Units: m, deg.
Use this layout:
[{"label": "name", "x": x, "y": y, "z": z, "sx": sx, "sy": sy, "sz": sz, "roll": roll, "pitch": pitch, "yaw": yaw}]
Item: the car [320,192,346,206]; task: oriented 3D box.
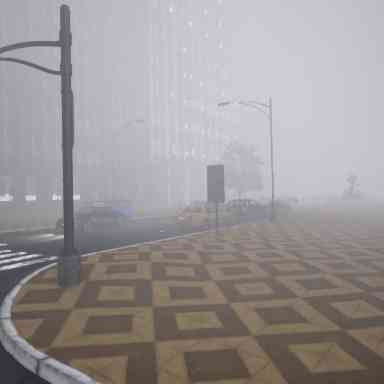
[{"label": "car", "x": 19.772, "y": 1.159, "z": 46.611, "sx": 1.752, "sy": 1.417, "sz": 4.829, "roll": -2, "pitch": -1, "yaw": 35}]

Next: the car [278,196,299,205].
[{"label": "car", "x": 16.197, "y": 1.389, "z": 55.588, "sx": 2.008, "sy": 1.369, "sz": 4.403, "roll": -2, "pitch": -1, "yaw": 35}]

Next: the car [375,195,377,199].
[{"label": "car", "x": 42.042, "y": 0.999, "z": 78.740, "sx": 1.752, "sy": 1.417, "sz": 4.829, "roll": -2, "pitch": -1, "yaw": 35}]

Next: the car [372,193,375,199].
[{"label": "car", "x": 38.781, "y": 1.061, "z": 73.998, "sx": 1.947, "sy": 1.339, "sz": 4.313, "roll": -2, "pitch": -1, "yaw": 35}]

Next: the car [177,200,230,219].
[{"label": "car", "x": 1.145, "y": 1.450, "z": 29.118, "sx": 2.033, "sy": 1.411, "sz": 5.357, "roll": -2, "pitch": -1, "yaw": 35}]

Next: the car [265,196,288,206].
[{"label": "car", "x": 13.026, "y": 1.408, "z": 50.979, "sx": 1.887, "sy": 1.381, "sz": 4.507, "roll": -2, "pitch": -1, "yaw": 35}]

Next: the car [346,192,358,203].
[{"label": "car", "x": 26.011, "y": 1.027, "z": 55.669, "sx": 1.967, "sy": 1.590, "sz": 4.097, "roll": -2, "pitch": -1, "yaw": 35}]

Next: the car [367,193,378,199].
[{"label": "car", "x": 45.112, "y": 1.004, "z": 83.200, "sx": 2.008, "sy": 1.369, "sz": 4.403, "roll": -2, "pitch": -1, "yaw": 35}]

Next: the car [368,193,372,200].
[{"label": "car", "x": 35.572, "y": 0.833, "z": 69.426, "sx": 2.192, "sy": 1.841, "sz": 5.009, "roll": -2, "pitch": -1, "yaw": 35}]

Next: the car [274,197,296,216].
[{"label": "car", "x": 7.004, "y": 1.320, "z": 28.076, "sx": 1.802, "sy": 1.307, "sz": 4.206, "roll": -2, "pitch": -1, "yaw": 35}]

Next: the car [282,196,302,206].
[{"label": "car", "x": 13.268, "y": 1.294, "z": 46.584, "sx": 2.128, "sy": 1.511, "sz": 4.902, "roll": -2, "pitch": -1, "yaw": 35}]

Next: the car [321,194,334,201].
[{"label": "car", "x": 32.054, "y": 1.271, "z": 78.629, "sx": 1.887, "sy": 1.381, "sz": 4.507, "roll": -2, "pitch": -1, "yaw": 35}]

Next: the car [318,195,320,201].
[{"label": "car", "x": 25.711, "y": 1.314, "z": 69.414, "sx": 1.887, "sy": 1.381, "sz": 4.507, "roll": -2, "pitch": -1, "yaw": 35}]

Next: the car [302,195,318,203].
[{"label": "car", "x": 22.537, "y": 1.233, "z": 64.806, "sx": 1.967, "sy": 1.590, "sz": 4.097, "roll": -2, "pitch": -1, "yaw": 35}]

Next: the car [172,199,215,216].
[{"label": "car", "x": 0.245, "y": 1.492, "z": 32.407, "sx": 1.752, "sy": 1.417, "sz": 4.829, "roll": -2, "pitch": -1, "yaw": 35}]

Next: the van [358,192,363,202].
[{"label": "van", "x": 29.203, "y": 0.904, "z": 60.251, "sx": 1.690, "sy": 1.788, "sz": 3.998, "roll": -2, "pitch": -1, "yaw": 35}]

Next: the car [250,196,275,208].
[{"label": "car", "x": 9.853, "y": 1.328, "z": 46.372, "sx": 1.967, "sy": 1.590, "sz": 4.097, "roll": -2, "pitch": -1, "yaw": 35}]

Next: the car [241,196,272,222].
[{"label": "car", "x": 3.836, "y": 1.206, "z": 23.476, "sx": 1.967, "sy": 1.590, "sz": 4.097, "roll": -2, "pitch": -1, "yaw": 35}]

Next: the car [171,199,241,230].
[{"label": "car", "x": 0.768, "y": 1.318, "z": 19.015, "sx": 1.752, "sy": 1.417, "sz": 4.829, "roll": -2, "pitch": -1, "yaw": 35}]

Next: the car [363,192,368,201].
[{"label": "car", "x": 32.387, "y": 0.980, "z": 64.840, "sx": 1.967, "sy": 1.590, "sz": 4.097, "roll": -2, "pitch": -1, "yaw": 35}]

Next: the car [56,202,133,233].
[{"label": "car", "x": -5.657, "y": 1.528, "z": 19.234, "sx": 1.994, "sy": 1.385, "sz": 4.181, "roll": -2, "pitch": -1, "yaw": 35}]

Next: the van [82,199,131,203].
[{"label": "van", "x": -6.005, "y": 1.363, "z": 23.332, "sx": 1.690, "sy": 1.788, "sz": 3.998, "roll": -2, "pitch": -1, "yaw": 35}]
